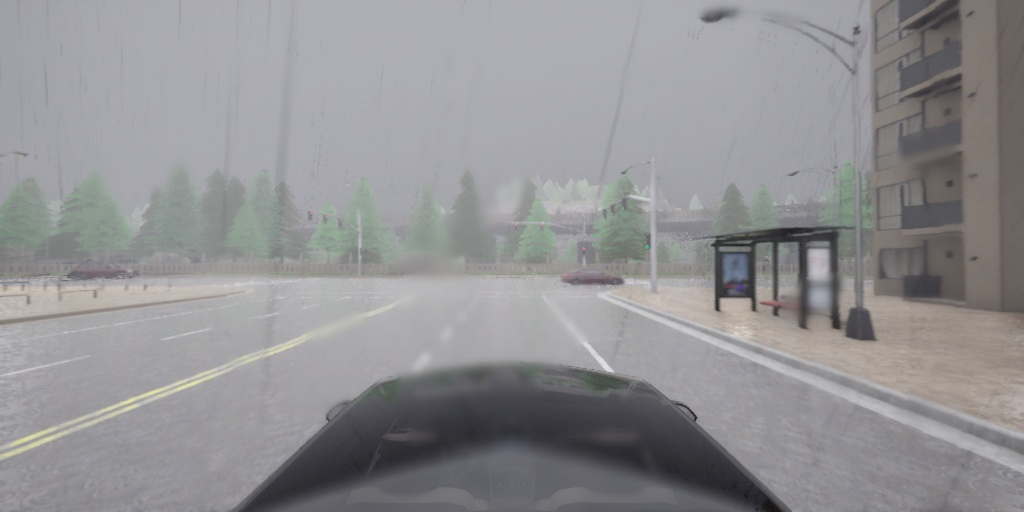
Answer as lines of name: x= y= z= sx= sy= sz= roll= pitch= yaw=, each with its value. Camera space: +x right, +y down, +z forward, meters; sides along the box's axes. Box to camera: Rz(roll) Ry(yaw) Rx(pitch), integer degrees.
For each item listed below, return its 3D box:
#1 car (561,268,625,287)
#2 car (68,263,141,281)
car: x=6.016 y=1.610 z=26.901 sx=4.674 sy=1.442 sz=1.812 roll=1 pitch=-1 yaw=1
car: x=-39.460 y=1.433 z=34.929 sx=4.553 sy=1.767 sz=2.097 roll=0 pitch=-1 yaw=-26
